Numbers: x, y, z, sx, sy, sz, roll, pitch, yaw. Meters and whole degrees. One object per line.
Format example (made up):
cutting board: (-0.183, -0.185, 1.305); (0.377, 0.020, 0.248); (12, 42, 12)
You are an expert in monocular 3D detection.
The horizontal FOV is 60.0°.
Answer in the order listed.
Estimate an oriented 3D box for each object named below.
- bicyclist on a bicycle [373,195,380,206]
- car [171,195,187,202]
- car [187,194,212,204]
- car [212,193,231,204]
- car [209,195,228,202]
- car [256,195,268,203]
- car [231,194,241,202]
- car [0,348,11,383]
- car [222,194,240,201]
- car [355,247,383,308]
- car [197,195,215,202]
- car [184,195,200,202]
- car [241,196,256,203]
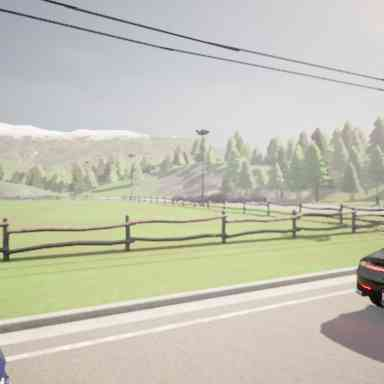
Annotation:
bicyclist on a bicycle: (28.337, 1.307, 50.984); (1.656, 1.620, 0.582); (0, 0, -27)
car: (-3.142, 1.435, 73.508); (1.837, 1.490, 4.892); (0, 0, -27)
car: (1.404, 1.343, 64.428); (2.097, 1.767, 4.553); (0, 0, -27)
car: (4.791, 1.213, 65.480); (2.150, 2.045, 5.566); (0, 0, -27)
car: (6.248, 1.459, 78.207); (2.128, 1.511, 4.902); (0, 0, -27)
car: (13.975, 1.495, 70.590); (1.837, 1.490, 4.892); (0, 0, -27)
car: (7.520, 1.557, 67.848); (1.994, 1.385, 4.181); (0, 0, -27)
car: (-3.643, 1.524, 1.800); (4.674, 1.442, 1.812); (0, 0, -27)
car: (9.391, 1.290, 79.747); (2.097, 1.767, 4.553); (0, 0, -27)
car: (5.337, 1.493, 6.390); (4.902, 1.511, 2.128); (0, 0, -27)
car: (3.118, 1.413, 76.641); (1.882, 1.535, 5.008); (0, 0, -27)
car: (-0.012, 1.461, 75.075); (1.812, 1.442, 4.674); (0, 0, -27)
car: (10.663, 1.546, 69.388); (1.994, 1.385, 4.181); (0, 0, -27)
